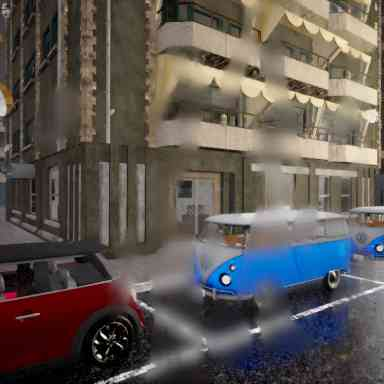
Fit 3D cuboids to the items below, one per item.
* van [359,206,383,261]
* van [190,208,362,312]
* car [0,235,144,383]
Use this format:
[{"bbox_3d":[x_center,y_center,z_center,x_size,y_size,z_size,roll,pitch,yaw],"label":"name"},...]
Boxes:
[{"bbox_3d":[6.485,1.346,10.750,3.998,1.788,1.690,0,0,-36],"label":"van"},{"bbox_3d":[1.860,1.343,7.435,3.998,1.788,1.690,0,0,-36],"label":"van"},{"bbox_3d":[-2.765,1.440,4.121,4.097,1.590,1.967,0,0,-36],"label":"car"}]
